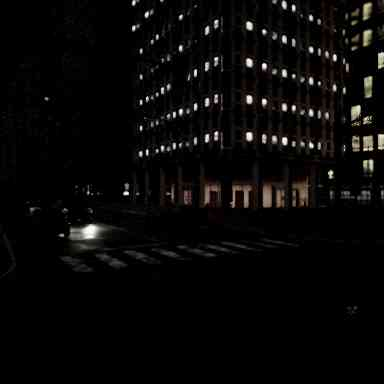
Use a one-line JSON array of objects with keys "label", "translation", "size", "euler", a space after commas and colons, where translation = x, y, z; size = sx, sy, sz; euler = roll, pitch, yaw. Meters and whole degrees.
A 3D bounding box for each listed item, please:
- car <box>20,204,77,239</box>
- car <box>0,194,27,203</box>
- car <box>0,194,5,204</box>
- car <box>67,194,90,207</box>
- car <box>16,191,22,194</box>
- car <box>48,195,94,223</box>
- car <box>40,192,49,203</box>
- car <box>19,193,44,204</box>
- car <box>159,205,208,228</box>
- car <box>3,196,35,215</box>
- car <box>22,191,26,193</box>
[{"label": "car", "translation": [-7.262, 1.482, 16.613], "size": [1.802, 1.307, 4.206], "euler": [1, 0, -31]}, {"label": "car", "translation": [-18.907, 1.254, 35.193], "size": [1.752, 1.417, 4.829], "euler": [1, 0, -33]}, {"label": "car", "translation": [-31.409, 1.073, 53.580], "size": [1.752, 1.417, 4.829], "euler": [1, 0, -35]}, {"label": "car", "translation": [-15.237, 1.147, 44.494], "size": [1.967, 1.590, 4.097], "euler": [1, 0, -34]}, {"label": "car", "translation": [-41.307, 0.660, 80.141], "size": [2.192, 1.841, 5.009], "euler": [1, 0, -38]}, {"label": "car", "translation": [-8.424, 1.209, 23.337], "size": [2.097, 1.767, 4.553], "euler": [0, 0, -32]}, {"label": "car", "translation": [-24.736, 1.139, 58.045], "size": [1.947, 1.339, 4.313], "euler": [1, 0, -36]}, {"label": "car", "translation": [-20.736, 1.185, 42.760], "size": [1.837, 1.490, 4.892], "euler": [0, 0, -33]}, {"label": "car", "translation": [-0.593, 1.500, 21.233], "size": [1.802, 1.307, 4.206], "euler": [1, 0, -31]}, {"label": "car", "translation": [-16.007, 1.353, 30.664], "size": [1.802, 1.307, 4.206], "euler": [1, 0, -32]}, {"label": "car", "translation": [-34.570, 0.983, 71.369], "size": [1.887, 1.381, 4.507], "euler": [1, 0, -37]}]
